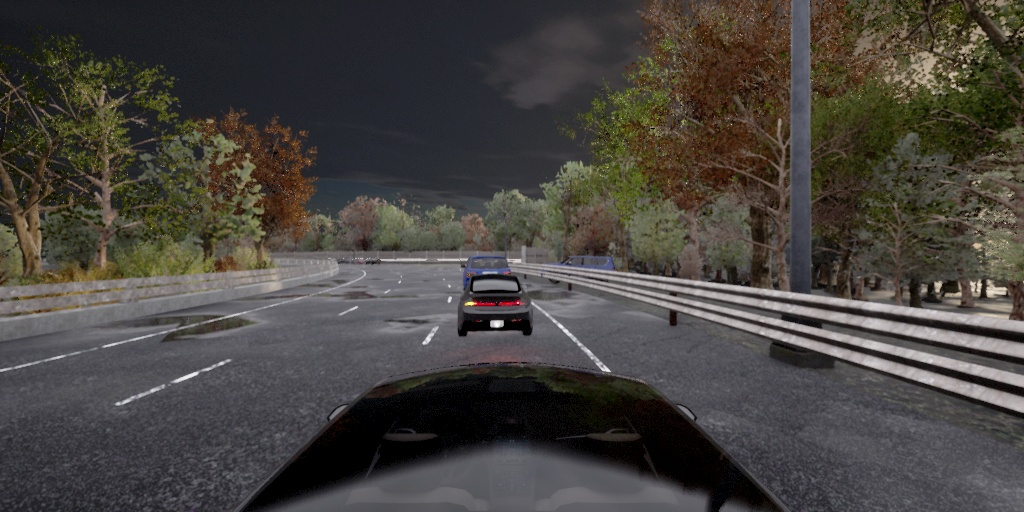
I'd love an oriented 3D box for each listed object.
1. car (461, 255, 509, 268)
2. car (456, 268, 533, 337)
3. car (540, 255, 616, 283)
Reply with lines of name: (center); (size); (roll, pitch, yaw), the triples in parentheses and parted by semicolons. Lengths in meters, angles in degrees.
car: (-1.327, 0.970, 17.825); (2.150, 2.045, 5.566); (0, 0, -9)
car: (-0.553, 1.254, 10.357); (1.837, 1.490, 4.892); (0, 0, -5)
car: (4.804, 0.969, 26.166); (5.566, 2.045, 2.150); (3, 1, -2)
